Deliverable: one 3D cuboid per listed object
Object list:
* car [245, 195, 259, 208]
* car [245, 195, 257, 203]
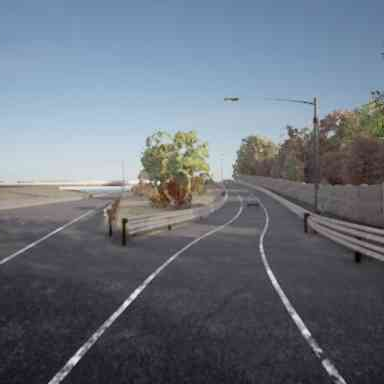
[{"bbox_3d":[9.832,1.708,54.119,1.837,1.490,4.892,-1,2,9],"label":"car"},{"bbox_3d":[11.311,1.320,64.151,1.895,1.301,4.718,-1,3,7],"label":"car"}]
